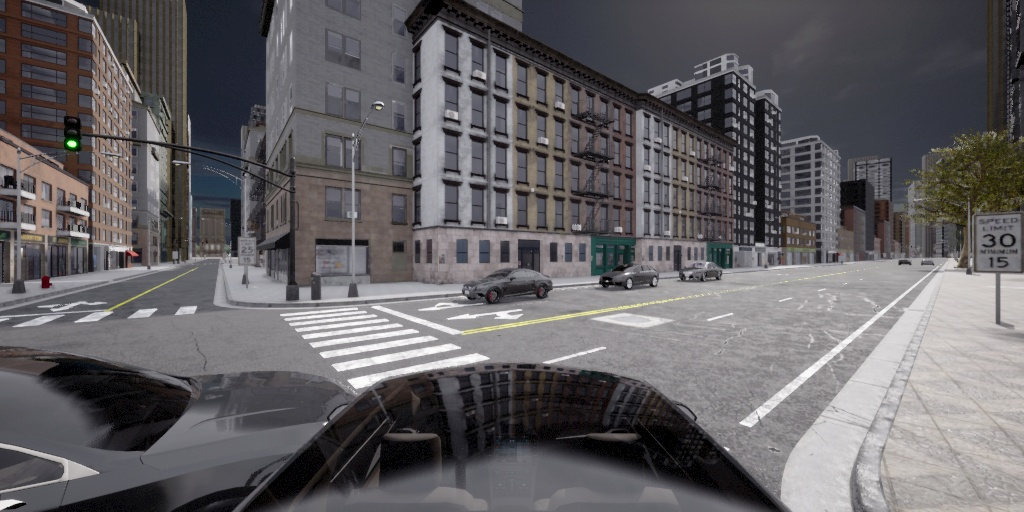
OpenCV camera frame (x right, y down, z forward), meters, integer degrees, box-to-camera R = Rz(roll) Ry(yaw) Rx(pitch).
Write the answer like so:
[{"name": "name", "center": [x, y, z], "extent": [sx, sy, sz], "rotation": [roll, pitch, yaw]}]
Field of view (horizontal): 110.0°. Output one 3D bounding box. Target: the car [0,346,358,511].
[{"name": "car", "center": [-3.228, 1.257, 1.730], "extent": [4.892, 1.490, 1.837], "rotation": [0, 0, -35]}]

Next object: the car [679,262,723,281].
[{"name": "car", "center": [15.551, 1.235, 29.469], "extent": [4.902, 1.511, 2.128], "rotation": [0, 0, -39]}]

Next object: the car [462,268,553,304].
[{"name": "car", "center": [-0.102, 1.286, 16.714], "extent": [4.674, 1.442, 1.812], "rotation": [0, 0, -39]}]

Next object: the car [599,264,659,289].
[{"name": "car", "center": [7.566, 1.258, 22.968], "extent": [4.892, 1.490, 1.837], "rotation": [0, 0, -39]}]
